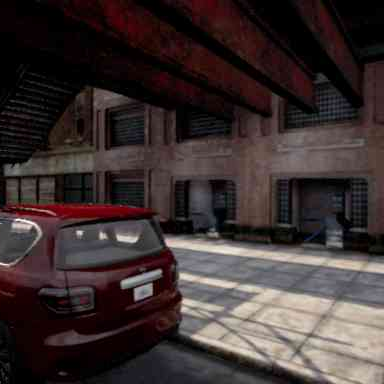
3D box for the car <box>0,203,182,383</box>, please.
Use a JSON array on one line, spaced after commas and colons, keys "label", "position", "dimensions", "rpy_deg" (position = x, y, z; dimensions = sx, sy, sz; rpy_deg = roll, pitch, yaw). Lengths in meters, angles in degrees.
[{"label": "car", "position": [-2.752, 1.196, 5.248], "dimensions": [5.566, 2.045, 2.435], "rpy_deg": [0, 0, 35]}]
